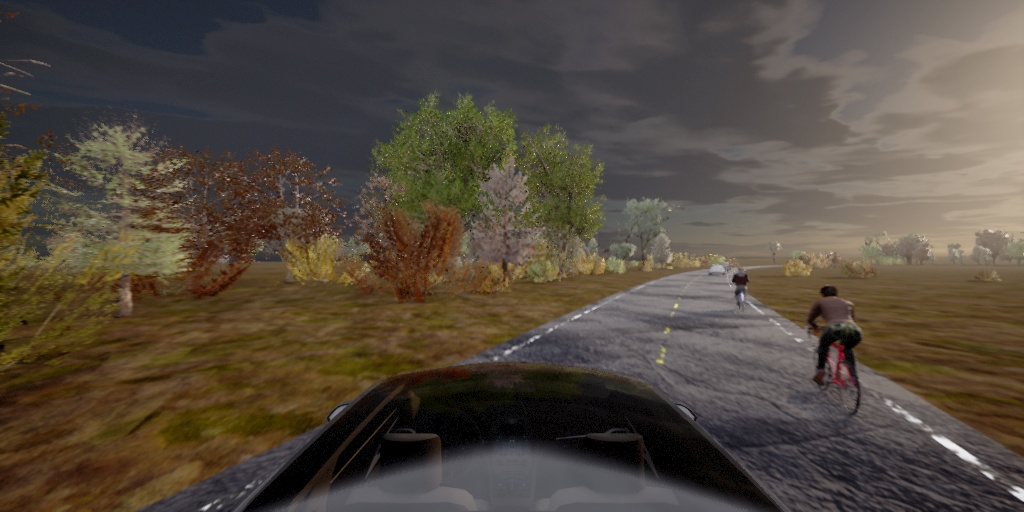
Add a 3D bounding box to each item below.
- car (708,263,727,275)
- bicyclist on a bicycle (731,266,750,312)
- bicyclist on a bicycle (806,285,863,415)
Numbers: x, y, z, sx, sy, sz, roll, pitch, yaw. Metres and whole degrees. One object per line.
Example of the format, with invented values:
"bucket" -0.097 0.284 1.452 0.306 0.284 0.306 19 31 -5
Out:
"car" 28.863 1.935 50.496 1.812 1.442 4.674 0 -1 32
"bicyclist on a bicycle" 9.049 1.287 14.214 0.659 1.776 1.843 0 -1 27
"bicyclist on a bicycle" 4.563 1.248 5.093 0.582 1.620 1.656 0 -1 25
